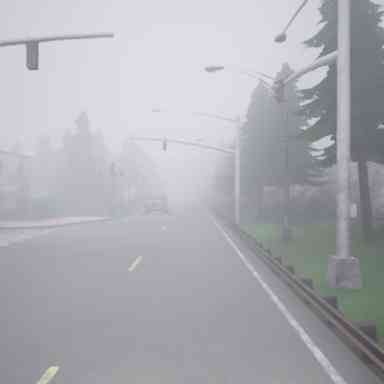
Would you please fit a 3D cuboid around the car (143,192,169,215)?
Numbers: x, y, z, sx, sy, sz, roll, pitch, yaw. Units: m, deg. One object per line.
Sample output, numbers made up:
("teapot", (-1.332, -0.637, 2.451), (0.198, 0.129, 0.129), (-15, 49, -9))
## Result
("car", (-3.551, 1.181, 33.929), (2.150, 2.045, 5.566), (0, 0, 0))
